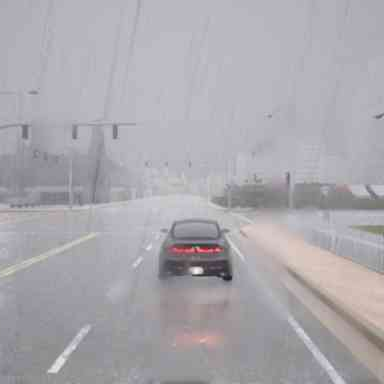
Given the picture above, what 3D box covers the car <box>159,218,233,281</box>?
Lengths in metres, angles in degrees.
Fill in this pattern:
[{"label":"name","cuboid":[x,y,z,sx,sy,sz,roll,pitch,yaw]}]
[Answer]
[{"label":"car","cuboid":[0.098,1.524,9.882,1.837,1.490,4.892,0,0,0]}]
